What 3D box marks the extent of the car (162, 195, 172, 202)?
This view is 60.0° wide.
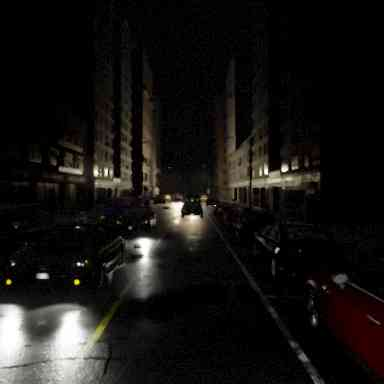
[{"bbox_3d":[-5.646,1.405,75.783,1.752,1.417,4.829,0,0,0],"label":"car"}]

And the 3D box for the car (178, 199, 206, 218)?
[{"bbox_3d":[0.018,1.563,29.326,1.895,1.301,4.718,0,0,0],"label":"car"}]

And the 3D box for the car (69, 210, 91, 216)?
[{"bbox_3d":[-5.665,1.534,15.169,2.008,1.369,4.403,0,0,0],"label":"car"}]

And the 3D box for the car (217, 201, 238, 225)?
[{"bbox_3d":[2.862,1.520,20.692,1.887,1.381,4.507,0,0,0],"label":"car"}]

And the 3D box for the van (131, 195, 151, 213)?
[{"bbox_3d":[-5.655,1.290,37.271,1.690,1.788,3.998,0,0,0],"label":"van"}]

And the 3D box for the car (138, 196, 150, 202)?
[{"bbox_3d":[-5.660,1.274,31.746,2.192,1.841,5.009,0,0,0],"label":"car"}]

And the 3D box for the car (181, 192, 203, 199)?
[{"bbox_3d":[0.069,1.157,44.770,2.150,2.045,5.566,0,0,0],"label":"car"}]

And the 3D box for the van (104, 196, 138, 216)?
[{"bbox_3d":[-5.662,1.309,26.220,1.690,1.788,3.998,0,0,0],"label":"van"}]

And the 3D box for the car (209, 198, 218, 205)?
[{"bbox_3d":[2.866,1.540,31.743,1.802,1.307,4.206,0,0,0],"label":"car"}]

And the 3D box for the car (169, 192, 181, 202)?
[{"bbox_3d":[-2.979,1.245,69.156,2.097,1.767,4.553,0,0,0],"label":"car"}]

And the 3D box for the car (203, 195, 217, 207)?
[{"bbox_3d":[3.015,1.403,49.778,1.882,1.535,5.008,0,0,0],"label":"car"}]

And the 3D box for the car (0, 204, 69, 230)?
[{"bbox_3d":[-5.667,1.305,9.643,2.192,1.841,5.009,0,0,0],"label":"car"}]

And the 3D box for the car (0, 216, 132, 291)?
[{"bbox_3d":[-3.083,1.555,8.871,1.994,1.385,4.181,0,0,0],"label":"car"}]

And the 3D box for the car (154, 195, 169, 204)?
[{"bbox_3d":[-5.651,1.347,59.376,1.967,1.590,4.097,0,0,0],"label":"car"}]

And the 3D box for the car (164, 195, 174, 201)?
[{"bbox_3d":[-5.644,1.421,81.478,2.008,1.369,4.403,0,0,0],"label":"car"}]

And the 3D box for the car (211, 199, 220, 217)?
[{"bbox_3d":[2.865,1.518,26.217,2.008,1.369,4.403,0,0,0],"label":"car"}]

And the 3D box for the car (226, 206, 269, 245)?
[{"bbox_3d":[2.861,1.548,15.165,1.947,1.339,4.313,0,0,0],"label":"car"}]

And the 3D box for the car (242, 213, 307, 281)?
[{"bbox_3d":[2.859,1.540,9.639,2.008,1.369,4.403,0,0,0],"label":"car"}]

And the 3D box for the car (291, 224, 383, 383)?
[{"bbox_3d":[2.857,1.436,4.113,1.967,1.590,4.097,0,0,0],"label":"car"}]

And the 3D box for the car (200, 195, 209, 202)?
[{"bbox_3d":[2.879,1.403,76.120,1.752,1.417,4.829,0,0,0],"label":"car"}]

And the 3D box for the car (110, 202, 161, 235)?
[{"bbox_3d":[-3.044,1.504,18.872,1.812,1.442,4.674,0,0,1],"label":"car"}]
